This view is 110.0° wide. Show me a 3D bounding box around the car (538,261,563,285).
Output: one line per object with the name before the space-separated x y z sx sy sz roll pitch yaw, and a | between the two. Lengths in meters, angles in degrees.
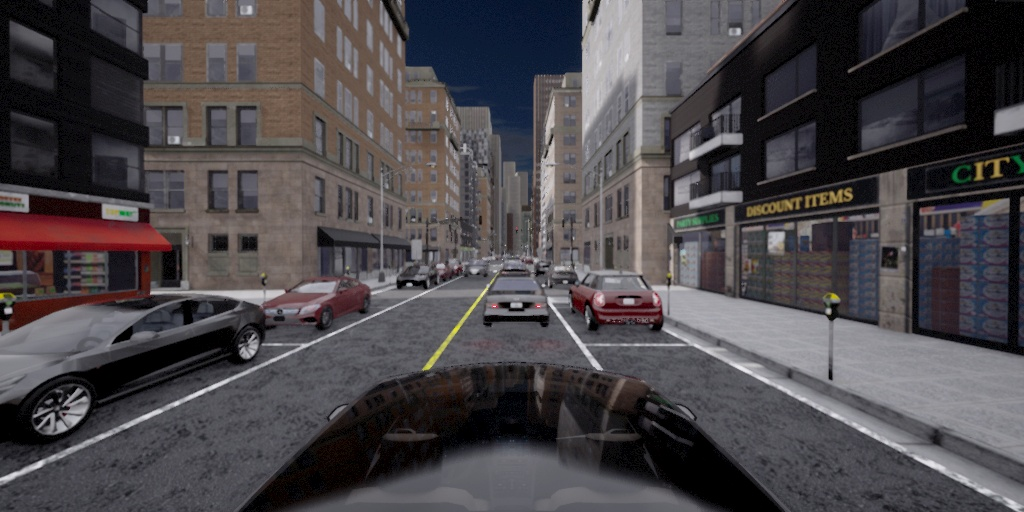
car | 2.920 1.163 21.776 2.007 1.370 4.403 0 0 0

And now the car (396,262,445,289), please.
car | -5.606 1.178 21.804 1.948 1.339 4.313 0 0 0

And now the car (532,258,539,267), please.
car | 2.956 1.105 32.778 1.948 1.339 4.313 0 0 0

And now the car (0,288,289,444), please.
car | -5.660 1.291 5.301 1.948 1.339 4.313 0 0 0

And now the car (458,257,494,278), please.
car | -2.937 1.046 30.610 2.128 1.511 4.902 0 0 1

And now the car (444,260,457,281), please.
car | -5.588 1.158 27.305 1.802 1.307 4.207 0 0 0

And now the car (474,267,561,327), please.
car | 0.126 1.231 11.244 2.033 1.411 5.357 0 0 0

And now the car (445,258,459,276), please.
car | -5.569 0.979 32.807 1.967 1.591 4.097 0 0 0

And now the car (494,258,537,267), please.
car | 0.162 1.104 21.766 2.128 1.511 4.902 0 0 0

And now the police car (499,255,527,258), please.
police car | 0.095 0.971 31.785 1.930 1.638 5.238 0 0 0

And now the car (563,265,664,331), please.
car | 2.884 1.127 10.773 1.967 1.591 4.097 0 0 0

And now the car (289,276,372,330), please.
car | -5.642 1.269 10.802 1.802 1.307 4.207 0 0 0
